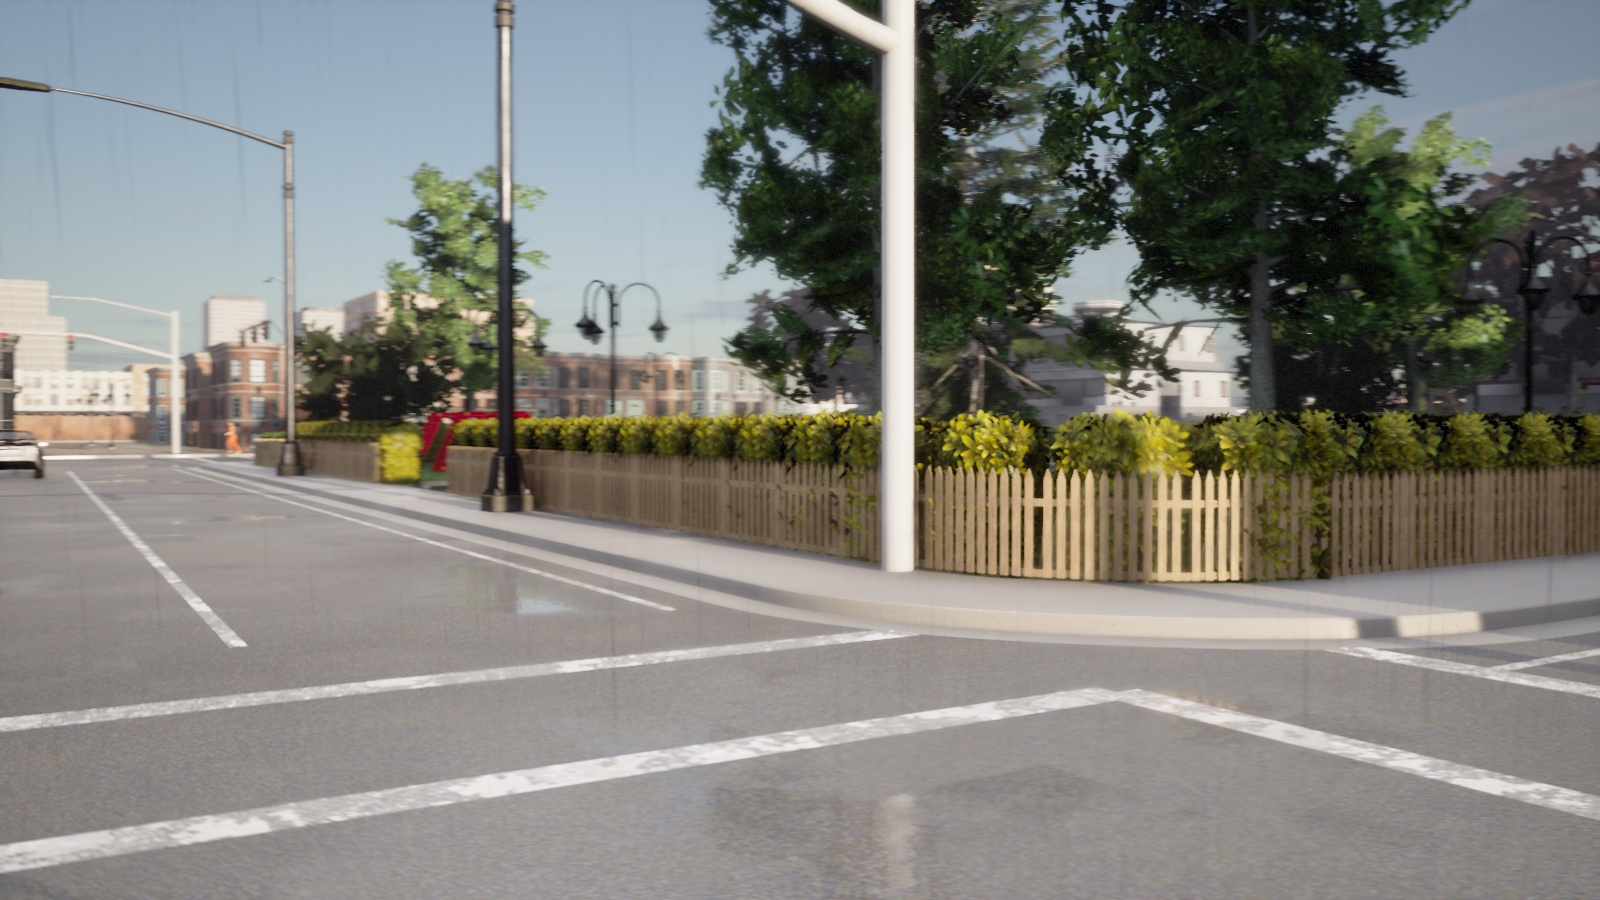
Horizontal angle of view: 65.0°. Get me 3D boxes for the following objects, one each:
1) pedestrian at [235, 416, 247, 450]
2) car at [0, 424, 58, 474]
[{"bbox_3d":[-30.923,-0.942,69.456,0.594,1.836,0.345,0,1,-32],"label":"pedestrian"},{"bbox_3d":[-25.066,-0.080,40.397,2.007,1.525,4.514,0,1,-31],"label":"car"}]
